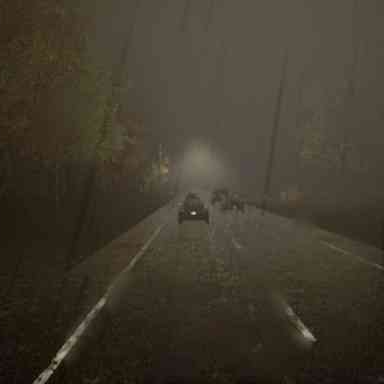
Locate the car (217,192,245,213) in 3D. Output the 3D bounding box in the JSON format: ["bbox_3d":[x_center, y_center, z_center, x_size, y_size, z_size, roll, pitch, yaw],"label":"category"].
[{"bbox_3d":[3.502,1.049,29.491,1.812,1.442,4.674,0,1,0],"label":"car"}]

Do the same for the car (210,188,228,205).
[{"bbox_3d":[3.524,0.544,42.072,2.150,2.045,5.566,0,1,0],"label":"car"}]

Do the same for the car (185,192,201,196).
[{"bbox_3d":[0.101,0.801,43.747,1.837,1.490,4.892,0,1,0],"label":"car"}]

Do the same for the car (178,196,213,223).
[{"bbox_3d":[0.101,1.212,21.964,1.994,1.385,4.181,0,1,0],"label":"car"}]
